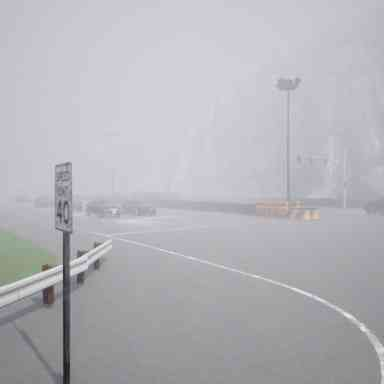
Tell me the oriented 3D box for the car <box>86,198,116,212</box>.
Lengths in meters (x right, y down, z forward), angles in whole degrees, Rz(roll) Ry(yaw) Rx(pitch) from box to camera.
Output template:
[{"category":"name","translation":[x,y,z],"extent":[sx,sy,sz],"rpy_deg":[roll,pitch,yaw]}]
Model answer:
[{"category":"car","translation":[-10.693,1.449,38.868],"extent":[1.994,1.385,4.181],"rpy_deg":[0,0,-38]}]

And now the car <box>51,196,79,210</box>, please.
[{"category":"car","translation":[-13.755,1.491,37.104],"extent":[1.895,1.301,4.718],"rpy_deg":[0,0,-38]}]

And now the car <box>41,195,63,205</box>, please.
[{"category":"car","translation":[-22.983,1.225,54.645],"extent":[2.033,1.411,5.357],"rpy_deg":[0,1,-38]}]

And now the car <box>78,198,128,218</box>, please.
[{"category":"car","translation":[-8.030,1.424,29.826],"extent":[2.128,1.511,4.902],"rpy_deg":[0,0,-38]}]

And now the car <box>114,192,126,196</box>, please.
[{"category":"car","translation":[-16.825,0.749,75.270],"extent":[2.097,1.767,4.553],"rpy_deg":[0,1,-38]}]

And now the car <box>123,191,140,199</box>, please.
[{"category":"car","translation":[-14.068,0.741,77.427],"extent":[2.097,1.767,4.553],"rpy_deg":[0,1,-38]}]

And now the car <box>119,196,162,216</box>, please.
[{"category":"car","translation":[-5.214,1.430,31.908],"extent":[1.837,1.490,4.892],"rpy_deg":[0,0,-38]}]

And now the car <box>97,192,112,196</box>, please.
[{"category":"car","translation":[-19.600,0.799,73.138],"extent":[2.097,1.767,4.553],"rpy_deg":[0,1,-38]}]

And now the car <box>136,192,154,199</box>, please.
[{"category":"car","translation":[-11.332,0.903,79.610],"extent":[2.128,1.511,4.902],"rpy_deg":[0,1,-38]}]

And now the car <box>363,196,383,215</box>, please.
[{"category":"car","translation":[18.602,1.144,30.292],"extent":[2.150,2.045,5.566],"rpy_deg":[2,-1,-27]}]

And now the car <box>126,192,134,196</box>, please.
[{"category":"car","translation":[-10.443,0.831,67.111],"extent":[2.150,2.045,5.566],"rpy_deg":[0,1,-38]}]

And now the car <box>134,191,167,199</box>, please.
[{"category":"car","translation":[-7.251,0.968,57.512],"extent":[2.150,2.045,5.566],"rpy_deg":[0,1,-38]}]

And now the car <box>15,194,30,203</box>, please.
[{"category":"car","translation":[-28.644,1.139,56.273],"extent":[1.812,1.442,4.674],"rpy_deg":[0,1,-38]}]

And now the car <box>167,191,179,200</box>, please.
[{"category":"car","translation":[-4.931,0.815,71.426],"extent":[2.150,2.045,5.566],"rpy_deg":[0,1,-38]}]

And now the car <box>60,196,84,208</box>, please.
[{"category":"car","translation":[-16.937,1.306,46.870],"extent":[1.837,1.490,4.892],"rpy_deg":[0,1,-38]}]

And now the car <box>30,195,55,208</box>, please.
[{"category":"car","translation":[-20.134,1.306,45.268],"extent":[1.837,1.490,4.892],"rpy_deg":[0,1,-38]}]

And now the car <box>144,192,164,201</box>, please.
[{"category":"car","translation":[-7.904,0.951,69.547],"extent":[2.097,1.767,4.553],"rpy_deg":[0,1,-38]}]
